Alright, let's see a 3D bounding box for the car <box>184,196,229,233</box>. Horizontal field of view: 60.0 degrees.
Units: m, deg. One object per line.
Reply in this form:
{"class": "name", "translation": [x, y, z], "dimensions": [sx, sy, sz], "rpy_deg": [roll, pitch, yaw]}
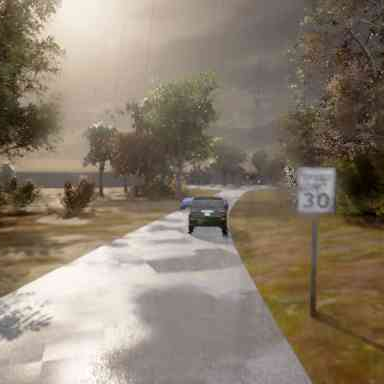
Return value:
{"class": "car", "translation": [1.022, 1.254, 20.126], "dimensions": [2.150, 2.045, 5.566], "rpy_deg": [0, 0, 5]}

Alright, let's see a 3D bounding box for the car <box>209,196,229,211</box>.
{"class": "car", "translation": [3.160, 1.303, 37.932], "dimensions": [1.994, 1.385, 4.181], "rpy_deg": [1, 2, 8]}

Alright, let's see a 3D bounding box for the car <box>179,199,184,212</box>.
{"class": "car", "translation": [-0.140, 1.252, 35.798], "dimensions": [1.882, 1.535, 5.008], "rpy_deg": [1, 2, 8]}
